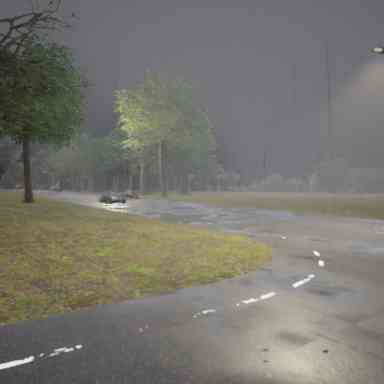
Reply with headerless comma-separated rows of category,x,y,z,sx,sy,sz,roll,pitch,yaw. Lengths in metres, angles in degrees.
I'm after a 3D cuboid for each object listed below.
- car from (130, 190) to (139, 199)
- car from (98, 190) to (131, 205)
car,-10.000,0.382,52.300,1.812,1.442,4.674,-1,2,-35
car,-9.598,0.780,39.678,2.033,1.411,5.357,-1,2,-35
